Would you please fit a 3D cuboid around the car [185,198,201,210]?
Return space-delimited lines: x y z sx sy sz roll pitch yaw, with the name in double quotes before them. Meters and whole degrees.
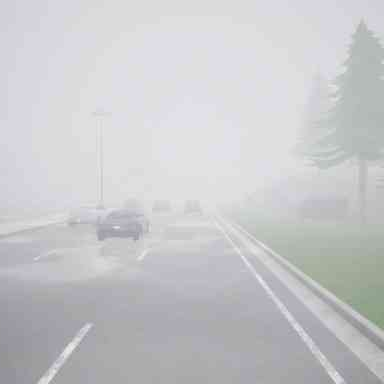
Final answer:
"car" 0.140 1.547 44.517 2.033 1.411 5.357 0 0 1

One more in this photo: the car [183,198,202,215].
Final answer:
"car" 0.097 1.547 34.442 2.033 1.411 5.357 0 0 0

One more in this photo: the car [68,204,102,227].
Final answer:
"car" -6.898 1.526 22.619 1.812 1.442 4.674 0 0 0

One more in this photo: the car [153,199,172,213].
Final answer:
"car" -3.397 1.547 37.756 2.033 1.411 5.357 0 0 0

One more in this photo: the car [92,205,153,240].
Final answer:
"car" -3.399 1.564 17.013 1.994 1.385 4.181 0 0 0

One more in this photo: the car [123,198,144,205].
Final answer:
"car" -6.895 1.504 39.358 1.837 1.490 4.892 0 0 0
